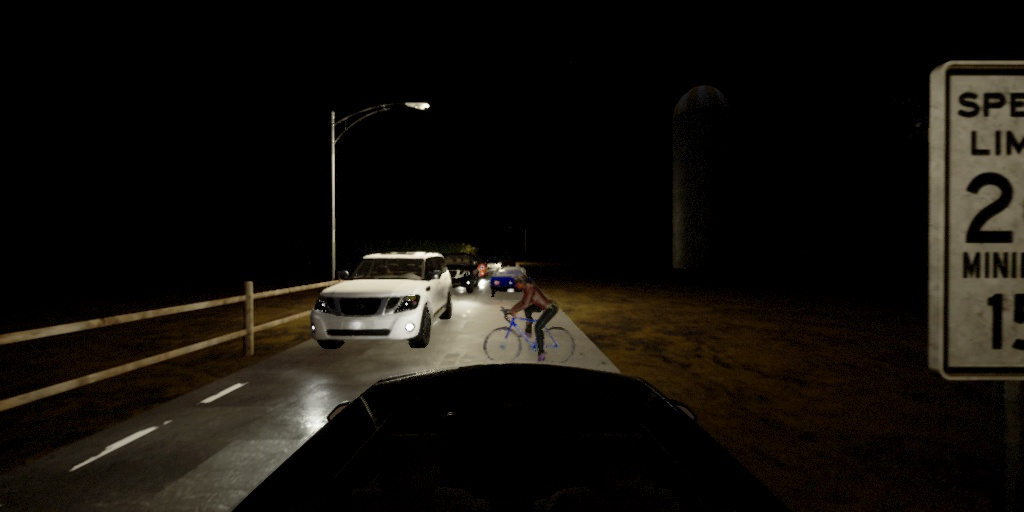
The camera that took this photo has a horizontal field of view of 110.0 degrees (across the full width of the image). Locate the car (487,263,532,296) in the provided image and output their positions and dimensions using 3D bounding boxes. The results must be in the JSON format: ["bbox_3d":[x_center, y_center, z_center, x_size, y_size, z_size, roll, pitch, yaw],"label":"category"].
[{"bbox_3d":[-0.084,1.215,18.132,1.895,1.301,4.718,0,0,-1],"label":"car"}]

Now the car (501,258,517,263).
[{"bbox_3d":[-0.407,0.975,44.536,1.812,1.442,4.674,0,0,-1],"label":"car"}]

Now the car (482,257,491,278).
[{"bbox_3d":[-3.134,0.884,30.103,2.097,1.767,4.553,0,0,0],"label":"car"}]

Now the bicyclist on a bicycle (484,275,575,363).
[{"bbox_3d":[0.317,1.163,6.479,1.656,1.620,0.582,0,0,-1],"label":"bicyclist on a bicycle"}]

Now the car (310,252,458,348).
[{"bbox_3d":[-2.925,0.908,9.396,2.150,2.045,5.566,0,0,-1],"label":"car"}]

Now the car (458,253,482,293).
[{"bbox_3d":[-3.052,0.824,19.779,2.150,2.045,5.566,0,0,-1],"label":"car"}]
